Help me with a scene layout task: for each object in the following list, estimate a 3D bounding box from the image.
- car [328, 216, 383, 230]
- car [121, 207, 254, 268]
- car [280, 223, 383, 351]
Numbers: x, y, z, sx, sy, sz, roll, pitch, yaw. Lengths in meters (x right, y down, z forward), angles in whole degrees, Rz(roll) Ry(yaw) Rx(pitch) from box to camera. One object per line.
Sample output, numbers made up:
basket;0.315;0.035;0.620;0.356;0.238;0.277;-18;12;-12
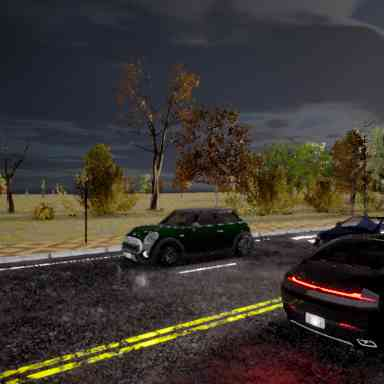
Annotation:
car;6.209;1.561;11.743;4.181;1.385;1.994;0;0;-33
car;-0.078;1.350;11.448;4.553;1.767;2.097;0;0;-34
car;3.678;1.504;5.907;4.892;1.490;1.837;0;0;-34
